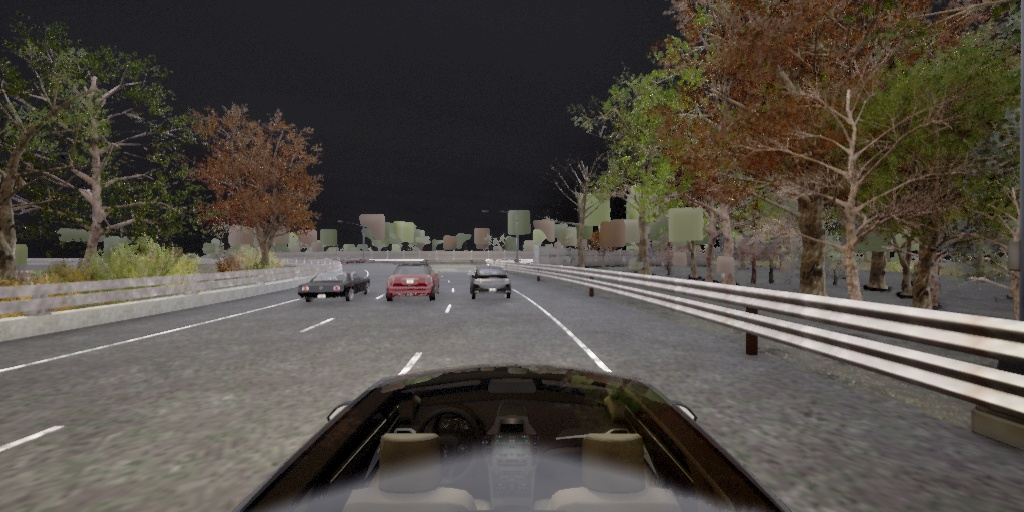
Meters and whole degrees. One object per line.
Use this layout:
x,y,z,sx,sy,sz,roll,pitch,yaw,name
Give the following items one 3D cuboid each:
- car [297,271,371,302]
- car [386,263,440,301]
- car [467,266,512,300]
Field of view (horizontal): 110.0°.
-8.112,1.364,16.894,1.895,1.301,4.718,0,0,-8,car
-4.640,1.114,17.337,2.097,1.767,4.553,0,0,-8,car
-1.180,1.243,17.868,2.128,1.511,4.902,0,0,-8,car
